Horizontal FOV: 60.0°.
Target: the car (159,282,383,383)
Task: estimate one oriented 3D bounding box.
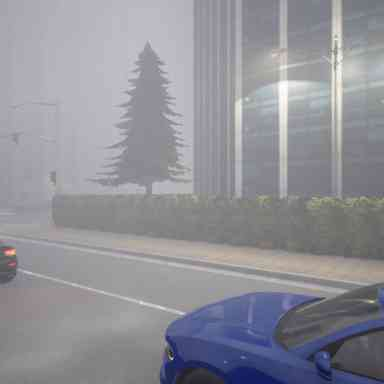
[{"bbox_3d":[1.974,1.478,2.585,5.008,1.535,1.882,0,0,36],"label":"car"}]

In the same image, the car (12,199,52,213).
[{"bbox_3d":[-17.175,1.543,37.424,2.033,1.411,5.357,0,0,36],"label":"car"}]

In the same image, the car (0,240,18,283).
[{"bbox_3d":[-6.154,1.525,8.337,4.674,1.442,1.812,0,0,36],"label":"car"}]
